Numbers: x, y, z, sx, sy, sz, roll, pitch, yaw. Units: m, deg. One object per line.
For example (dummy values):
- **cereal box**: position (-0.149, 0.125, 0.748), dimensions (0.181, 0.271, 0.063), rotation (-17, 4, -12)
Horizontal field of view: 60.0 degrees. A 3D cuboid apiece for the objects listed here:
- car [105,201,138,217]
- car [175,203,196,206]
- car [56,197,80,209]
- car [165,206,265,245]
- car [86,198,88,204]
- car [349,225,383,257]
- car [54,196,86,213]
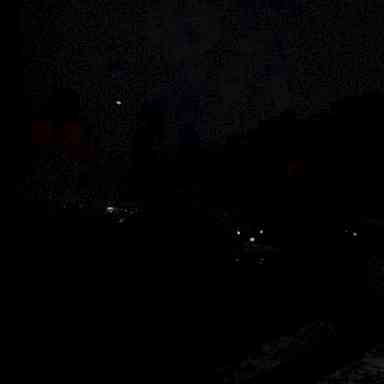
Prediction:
- **car**: position (-6.964, 1.623, 32.523), dimensions (1.837, 1.490, 4.892), rotation (2, -1, -36)
- **car**: position (-0.750, 1.901, 35.364), dimensions (2.033, 1.411, 5.357), rotation (2, -1, -36)
- **car**: position (-17.813, 1.489, 47.585), dimensions (1.882, 1.535, 5.008), rotation (2, -1, -36)
- **car**: position (0.981, 1.611, 16.084), dimensions (2.033, 1.411, 5.357), rotation (2, -2, -36)
- **car**: position (-21.626, 1.501, 64.035), dimensions (2.128, 1.511, 4.902), rotation (2, -1, -36)
- **car**: position (8.357, 1.680, 11.482), dimensions (2.033, 1.411, 5.357), rotation (2, -2, -36)
- **car**: position (-13.510, 1.432, 36.016), dimensions (1.882, 1.535, 5.008), rotation (2, -1, -36)
